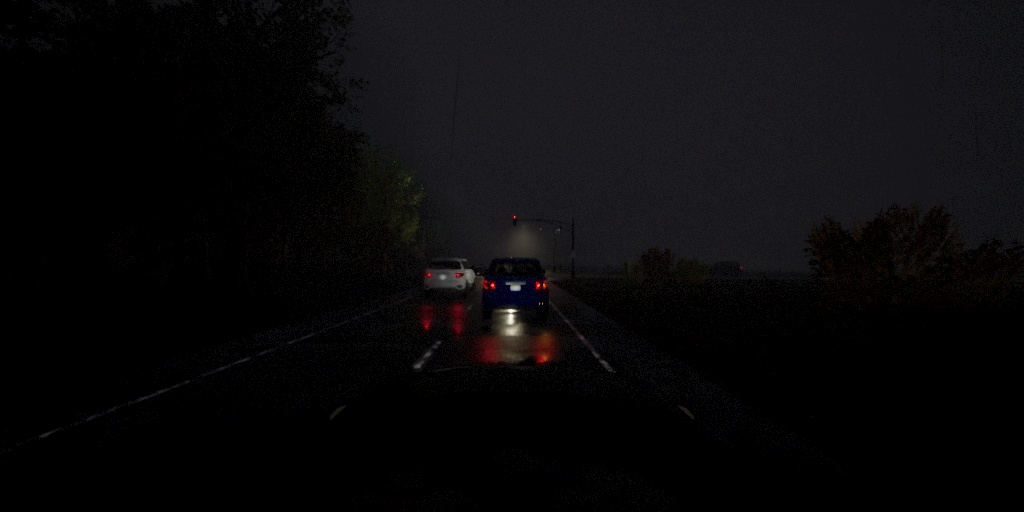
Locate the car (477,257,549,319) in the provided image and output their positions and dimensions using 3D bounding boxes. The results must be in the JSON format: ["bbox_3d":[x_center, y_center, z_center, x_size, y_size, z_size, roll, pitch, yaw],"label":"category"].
[{"bbox_3d":[0.107,1.072,13.422,2.150,2.045,5.566,0,-1,0],"label":"car"}]

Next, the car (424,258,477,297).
[{"bbox_3d":[-3.387,1.129,20.277,2.150,2.045,5.566,0,-1,0],"label":"car"}]

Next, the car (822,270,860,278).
[{"bbox_3d":[42.724,2.149,46.198,4.892,1.490,1.837,0,-1,1],"label":"car"}]

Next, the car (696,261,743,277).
[{"bbox_3d":[26.636,1.691,46.307,5.566,2.045,2.150,1,-1,0],"label":"car"}]
